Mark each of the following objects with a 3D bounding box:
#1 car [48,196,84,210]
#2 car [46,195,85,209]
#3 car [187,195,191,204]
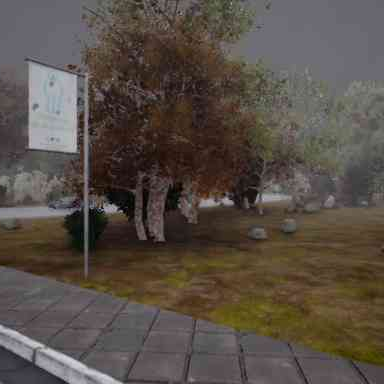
[{"bbox_3d":[-15.755,1.545,41.960,1.994,1.385,4.181,0,0,38],"label":"car"},{"bbox_3d":[-17.331,1.326,45.616,2.097,1.767,4.553,0,0,38],"label":"car"},{"bbox_3d":[-2.180,1.077,59.830,2.150,2.045,5.566,0,0,35],"label":"car"}]
